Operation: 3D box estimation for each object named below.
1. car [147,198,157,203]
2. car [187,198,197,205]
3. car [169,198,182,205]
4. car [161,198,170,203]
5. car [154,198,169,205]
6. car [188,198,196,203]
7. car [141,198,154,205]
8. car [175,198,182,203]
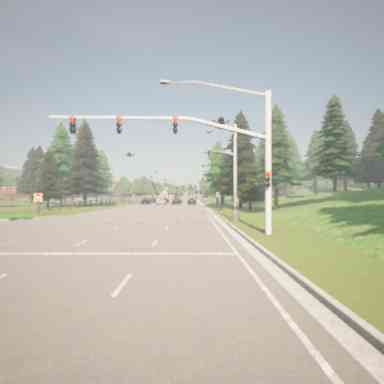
[{"bbox_3d":[-10.505,2.212,87.430,1.994,1.385,4.181,0,-1,0],"label":"car"},{"bbox_3d":[-0.005,2.065,76.115,2.097,1.767,4.553,0,-1,0],"label":"car"},{"bbox_3d":[-3.505,2.067,76.148,2.097,1.767,4.553,0,-1,0],"label":"car"},{"bbox_3d":[-7.005,2.212,87.430,1.994,1.385,4.181,0,-1,0],"label":"car"},{"bbox_3d":[-7.005,2.307,76.205,1.895,1.301,4.718,0,-1,0],"label":"car"},{"bbox_3d":[-0.005,2.212,87.430,1.994,1.385,4.181,0,-1,0],"label":"car"},{"bbox_3d":[-10.505,2.212,76.176,1.837,1.490,4.892,0,-1,0],"label":"car"},{"bbox_3d":[-3.505,2.184,87.430,1.812,1.442,4.674,0,-1,0],"label":"car"}]
